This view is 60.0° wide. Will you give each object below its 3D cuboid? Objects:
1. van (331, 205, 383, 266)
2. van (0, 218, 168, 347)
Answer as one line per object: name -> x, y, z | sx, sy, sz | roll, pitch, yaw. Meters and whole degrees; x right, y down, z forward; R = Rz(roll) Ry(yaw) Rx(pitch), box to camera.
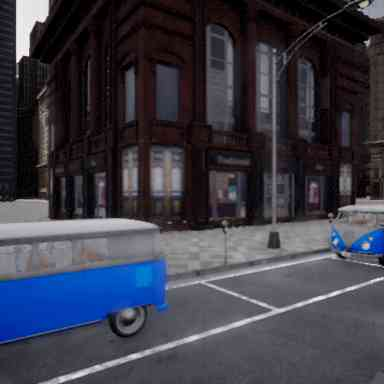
van -> 6.327, 1.333, 11.155 | 3.998, 1.788, 1.690 | 0, 0, -35
van -> -2.305, 1.341, 5.001 | 3.998, 1.788, 1.690 | 0, 0, -35
